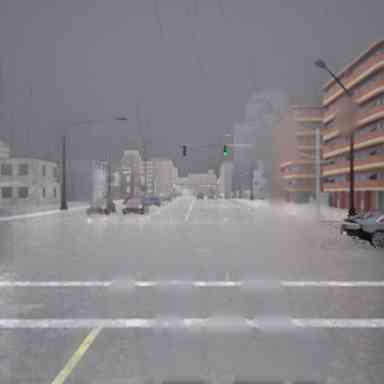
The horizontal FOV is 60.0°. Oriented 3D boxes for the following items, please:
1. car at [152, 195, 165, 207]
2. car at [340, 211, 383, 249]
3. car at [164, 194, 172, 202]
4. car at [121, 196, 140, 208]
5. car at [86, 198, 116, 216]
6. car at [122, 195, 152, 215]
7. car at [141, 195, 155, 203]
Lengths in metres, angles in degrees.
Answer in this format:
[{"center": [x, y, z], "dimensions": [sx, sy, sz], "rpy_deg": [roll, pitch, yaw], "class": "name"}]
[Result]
[{"center": [-5.574, 1.475, 49.244], "dimensions": [1.812, 1.442, 4.674], "rpy_deg": [0, 1, 1], "class": "car"}, {"center": [8.956, 1.565, 14.279], "dimensions": [4.902, 1.511, 2.128], "rpy_deg": [0, 0, 0], "class": "car"}, {"center": [-5.170, 1.256, 67.065], "dimensions": [1.837, 1.490, 4.892], "rpy_deg": [0, 1, 1], "class": "car"}, {"center": [-9.070, 1.456, 49.425], "dimensions": [1.837, 1.490, 4.892], "rpy_deg": [0, 0, 1], "class": "car"}, {"center": [-9.346, 1.442, 34.479], "dimensions": [2.097, 1.767, 4.553], "rpy_deg": [0, 0, 1], "class": "car"}, {"center": [-5.844, 1.437, 34.621], "dimensions": [2.097, 1.767, 4.553], "rpy_deg": [0, 0, 1], "class": "car"}, {"center": [-8.684, 1.308, 66.456], "dimensions": [2.033, 1.411, 5.357], "rpy_deg": [0, 1, 1], "class": "car"}]
